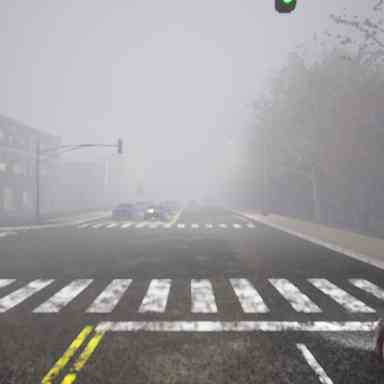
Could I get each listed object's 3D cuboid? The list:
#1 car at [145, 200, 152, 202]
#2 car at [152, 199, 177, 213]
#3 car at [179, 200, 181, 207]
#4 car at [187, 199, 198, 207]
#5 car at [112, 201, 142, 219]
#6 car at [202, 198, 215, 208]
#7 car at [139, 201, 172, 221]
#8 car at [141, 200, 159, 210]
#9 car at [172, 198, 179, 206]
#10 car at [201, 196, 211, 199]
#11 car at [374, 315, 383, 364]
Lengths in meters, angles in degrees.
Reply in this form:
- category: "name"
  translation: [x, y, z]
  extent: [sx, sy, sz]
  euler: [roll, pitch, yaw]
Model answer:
- category: "car"
  translation: [-6.613, 1.966, 43.051]
  extent: [1.812, 1.442, 4.674]
  euler: [0, -1, 0]
- category: "car"
  translation: [-3.358, 1.910, 40.891]
  extent: [2.128, 1.511, 4.902]
  euler: [0, -1, 0]
- category: "car"
  translation: [-3.280, 2.013, 65.032]
  extent: [2.097, 1.767, 4.553]
  euler: [0, 0, 0]
- category: "car"
  translation: [0.084, 2.127, 63.808]
  extent: [1.882, 1.535, 5.008]
  euler: [0, -1, 0]
- category: "car"
  translation: [-6.611, 1.819, 33.195]
  extent: [1.882, 1.535, 5.008]
  euler: [0, -1, 0]
- category: "car"
  translation: [3.330, 2.242, 62.926]
  extent: [1.895, 1.301, 4.718]
  euler: [0, -1, 0]
- category: "car"
  translation: [-3.360, 1.869, 31.279]
  extent: [2.033, 1.411, 5.357]
  euler: [0, -1, 0]
- category: "car"
  translation: [-6.598, 2.025, 52.582]
  extent: [2.128, 1.511, 4.902]
  euler: [0, 0, 0]
- category: "car"
  translation: [-3.354, 1.996, 50.802]
  extent: [1.882, 1.535, 5.008]
  euler: [0, -1, 0]
- category: "car"
  translation: [3.233, 1.967, 73.112]
  extent: [2.150, 2.045, 5.566]
  euler: [0, -1, 0]
- category: "car"
  translation: [3.353, 1.593, 2.599]
  extent: [1.994, 1.385, 4.181]
  euler: [0, -1, 0]
